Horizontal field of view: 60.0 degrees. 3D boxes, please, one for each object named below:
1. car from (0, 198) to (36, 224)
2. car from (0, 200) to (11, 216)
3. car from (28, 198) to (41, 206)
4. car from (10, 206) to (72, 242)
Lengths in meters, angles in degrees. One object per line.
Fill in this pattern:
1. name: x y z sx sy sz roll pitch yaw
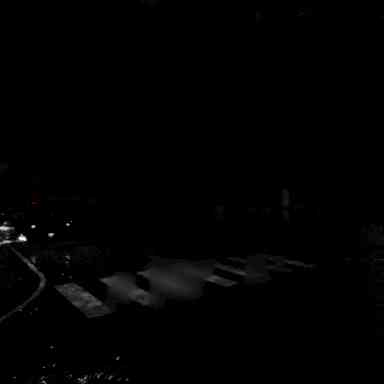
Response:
1. car: -13.362 1.479 24.627 2.128 1.511 4.902 0 0 -36
2. car: -19.202 1.557 32.700 1.994 1.385 4.181 0 0 -36
3. car: -18.945 1.473 38.643 2.128 1.511 4.902 0 0 -36
4. car: -7.552 1.583 16.600 1.895 1.301 4.718 0 0 -36
